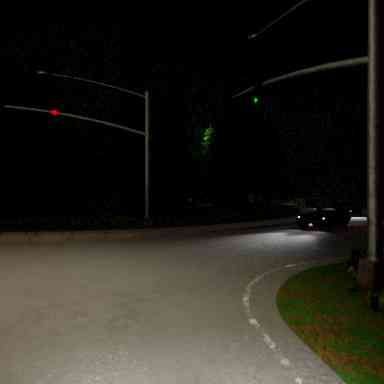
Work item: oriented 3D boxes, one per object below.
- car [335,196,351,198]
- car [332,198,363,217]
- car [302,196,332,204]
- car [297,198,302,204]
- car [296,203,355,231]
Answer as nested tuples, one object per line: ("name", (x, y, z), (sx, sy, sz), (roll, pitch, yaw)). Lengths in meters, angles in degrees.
("car", (20.789, 1.325, 46.342), (2.097, 1.767, 4.553), (0, 0, 3))
("car", (14.607, 1.537, 31.134), (1.994, 1.385, 4.181), (0, 0, 18))
("car", (17.443, 1.481, 46.659), (1.837, 1.490, 4.892), (0, 0, 3))
("car", (19.634, 1.451, 56.053), (1.882, 1.535, 5.008), (0, 0, -16))
("car", (8.297, 1.574, 20.809), (1.895, 1.301, 4.718), (0, 0, 41))
